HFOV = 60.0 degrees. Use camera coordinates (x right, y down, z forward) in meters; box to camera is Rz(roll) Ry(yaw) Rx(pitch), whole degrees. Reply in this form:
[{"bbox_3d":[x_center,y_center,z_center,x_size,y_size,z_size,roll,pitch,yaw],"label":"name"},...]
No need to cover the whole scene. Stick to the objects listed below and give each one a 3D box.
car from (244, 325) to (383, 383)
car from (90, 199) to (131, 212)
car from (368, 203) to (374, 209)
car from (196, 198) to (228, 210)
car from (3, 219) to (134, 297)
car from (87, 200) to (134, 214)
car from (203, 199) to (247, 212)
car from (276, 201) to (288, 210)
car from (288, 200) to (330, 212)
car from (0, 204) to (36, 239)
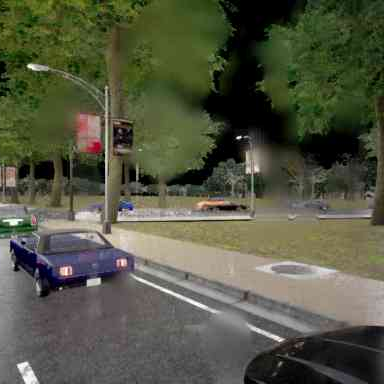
[{"bbox_3d":[2.346,1.478,1.248,1.882,1.535,5.008,0,0,-37],"label":"car"},{"bbox_3d":[-9.802,1.628,40.170,4.674,1.442,1.812,0,0,-14],"label":"car"},{"bbox_3d":[28.796,1.889,49.895,4.892,1.490,1.837,0,0,-14],"label":"car"},{"bbox_3d":[2.822,1.526,43.394,4.553,1.767,2.097,0,0,-14],"label":"car"},{"bbox_3d":[-3.413,1.601,8.732,1.895,1.301,4.718,0,0,-38],"label":"car"},{"bbox_3d":[-9.016,1.580,37.037,5.008,1.535,1.882,0,0,-14],"label":"car"},{"bbox_3d":[4.122,1.779,40.371,4.718,1.301,1.895,0,0,-14],"label":"car"},{"bbox_3d":[13.818,1.807,46.180,4.181,1.385,1.994,0,0,-14],"label":"car"},{"bbox_3d":[15.585,1.742,43.275,4.902,1.511,2.128,0,0,-14],"label":"car"},{"bbox_3d":[-8.891,1.352,15.859,2.097,1.767,4.553,0,0,-38],"label":"car"}]
